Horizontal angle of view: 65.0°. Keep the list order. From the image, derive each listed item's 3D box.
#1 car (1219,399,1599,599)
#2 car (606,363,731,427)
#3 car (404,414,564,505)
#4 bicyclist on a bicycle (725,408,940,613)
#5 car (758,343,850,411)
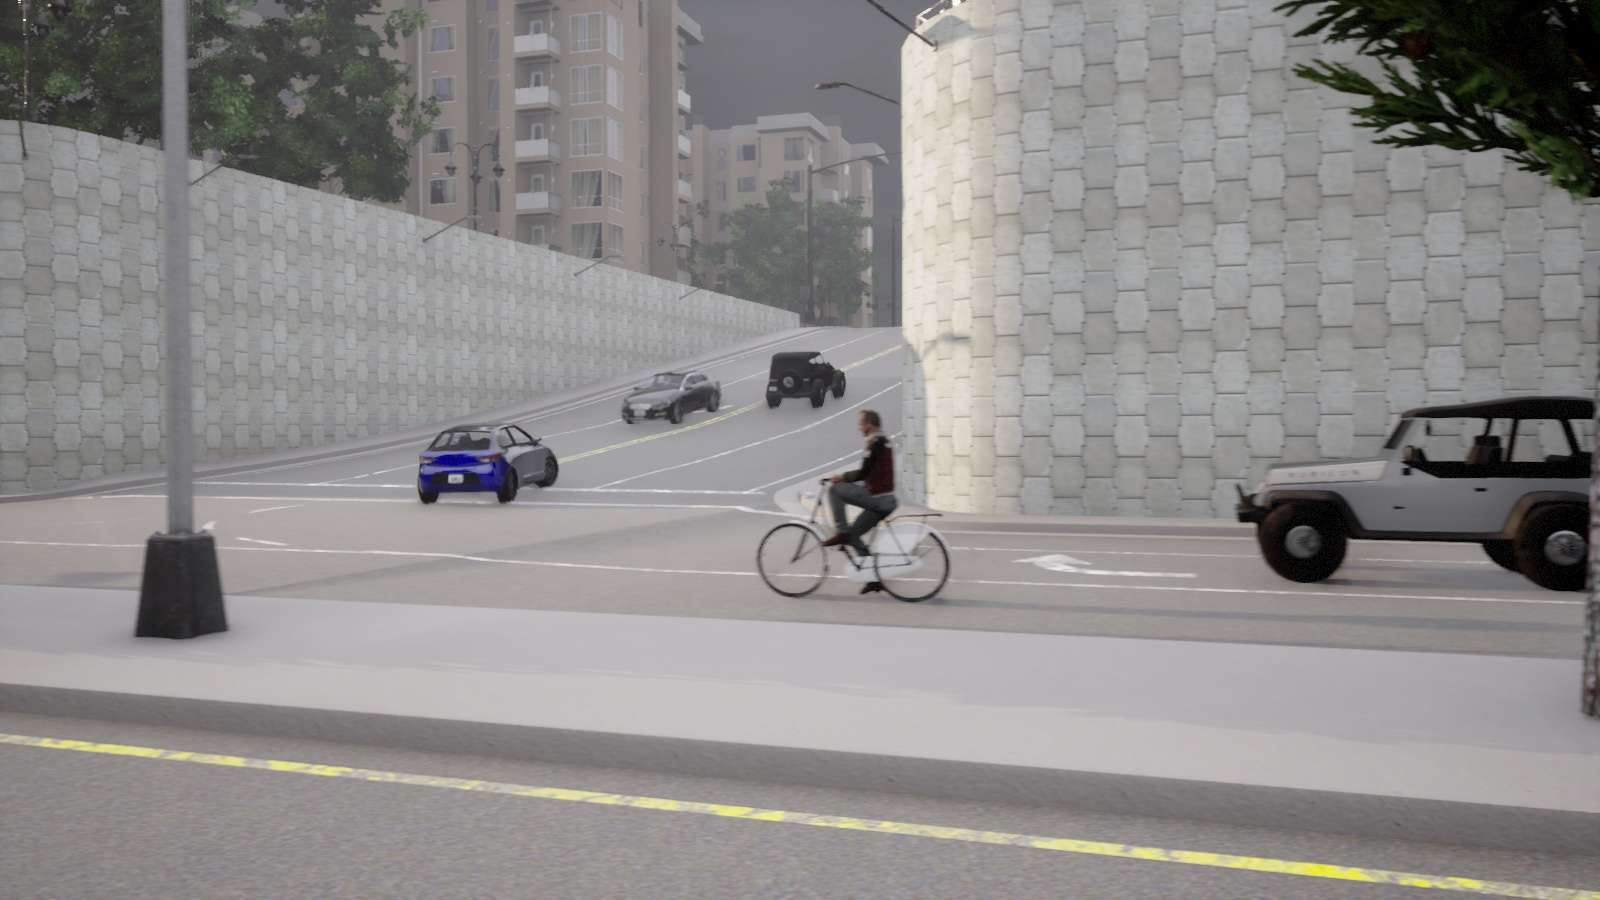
[{"bbox_3d":[6.438,0.436,13.157,3.866,1.878,1.905,1,1,19],"label":"car"},{"bbox_3d":[-4.255,-1.870,41.543,2.128,1.511,4.902,1,9,20],"label":"car"},{"bbox_3d":[-6.211,0.118,25.180,1.816,1.474,4.193,-1,4,4],"label":"car"},{"bbox_3d":[0.298,0.514,11.531,1.843,1.776,0.659,1,1,19],"label":"bicyclist on a bicycle"},{"bbox_3d":[0.191,-2.576,43.548,1.905,1.878,3.866,1,10,20],"label":"car"}]
